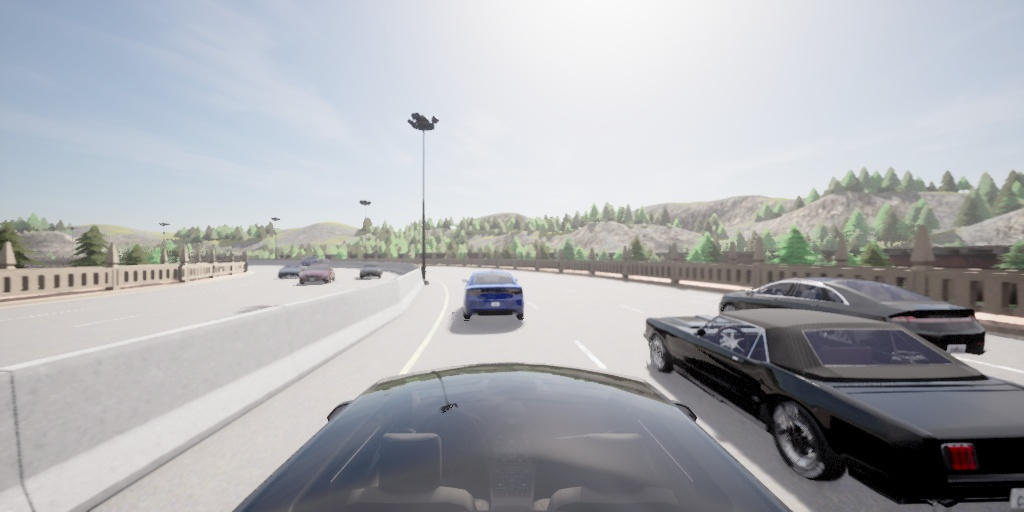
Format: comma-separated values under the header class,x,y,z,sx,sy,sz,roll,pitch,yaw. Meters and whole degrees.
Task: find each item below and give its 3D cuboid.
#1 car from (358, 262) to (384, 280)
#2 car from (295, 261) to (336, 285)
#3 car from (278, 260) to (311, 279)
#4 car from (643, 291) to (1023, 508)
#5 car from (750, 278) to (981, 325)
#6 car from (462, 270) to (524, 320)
class,x,y,z,sx,sy,sz,roll,pitch,yaw
car,-13.075,1.348,33.365,1.837,1.490,4.892,0,0,-20
car,-14.753,1.369,27.447,1.812,1.442,4.674,0,0,-17
car,-20.979,1.426,34.500,2.033,1.411,5.357,0,0,-23
car,3.428,1.340,4.626,1.895,1.301,4.718,0,0,-2
car,6.699,1.220,7.948,2.128,1.511,4.902,0,0,-4
car,-0.756,1.244,12.785,1.882,1.535,5.008,0,0,-7
